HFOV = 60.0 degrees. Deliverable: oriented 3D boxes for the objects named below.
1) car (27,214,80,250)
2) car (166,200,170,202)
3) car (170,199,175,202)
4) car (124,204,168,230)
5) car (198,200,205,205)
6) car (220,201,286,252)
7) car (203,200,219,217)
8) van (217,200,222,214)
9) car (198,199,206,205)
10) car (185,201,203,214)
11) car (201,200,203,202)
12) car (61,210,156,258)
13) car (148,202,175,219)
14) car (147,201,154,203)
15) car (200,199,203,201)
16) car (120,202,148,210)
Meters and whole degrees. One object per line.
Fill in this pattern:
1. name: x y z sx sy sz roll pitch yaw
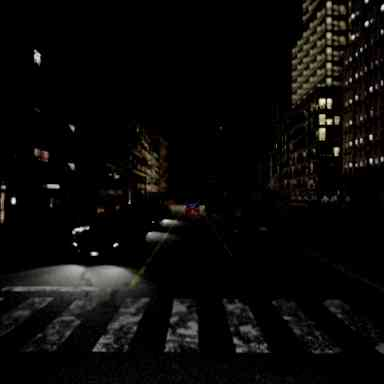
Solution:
1. car: -5.695 1.703 14.851 2.008 1.369 4.403 0 -1 0
2. car: -5.718 2.373 64.416 1.752 1.417 4.829 0 -1 0
3. car: -5.728 2.725 86.690 1.887 1.381 4.507 0 -1 0
4. car: -3.102 1.832 23.734 2.033 1.411 5.357 0 -1 0
5. car: 2.649 2.833 92.389 1.752 1.417 4.829 0 -1 0
6. car: 2.684 1.507 14.858 2.192 1.841 5.009 0 -1 0
7. car: 2.674 1.811 36.961 2.192 1.841 5.009 0 -1 0
8. van: 2.682 1.607 20.383 1.690 1.788 3.998 0 -1 0
9. car: 2.652 2.660 86.694 1.967 1.590 4.097 0 -1 0
10. car: 0.073 2.191 44.533 1.895 1.301 4.718 0 -1 0
11. car: 2.669 2.197 48.011 1.887 1.381 4.507 0 -1 0
12. car: -3.076 1.696 13.660 2.033 1.411 5.357 0 -1 4
13. car: -3.081 1.988 33.803 1.994 1.385 4.181 0 -1 0
14. car: -5.706 2.000 36.955 1.887 1.381 4.507 0 -1 0
15. car: 2.328 2.519 73.112 1.837 1.490 4.892 0 -1 0
16. car: -5.703 1.929 31.429 2.008 1.369 4.403 0 -1 0
